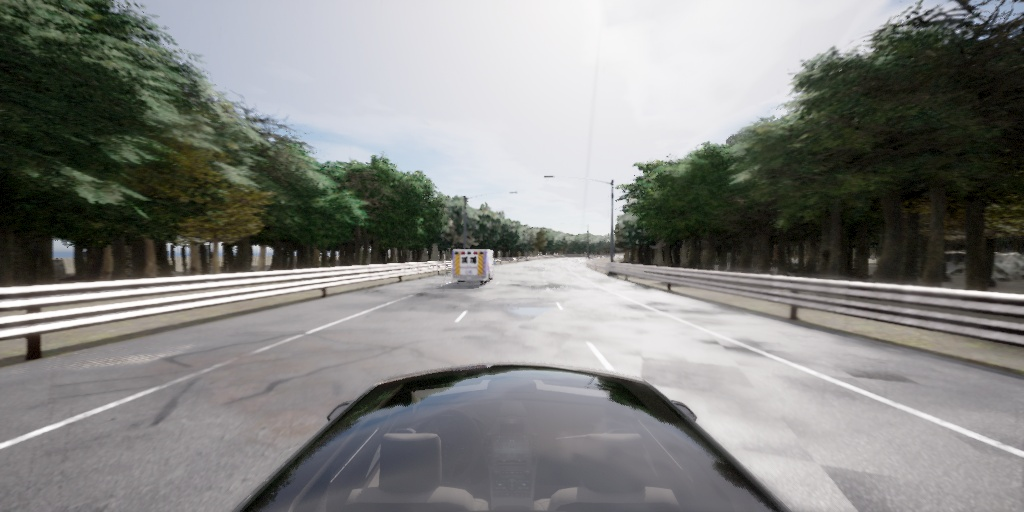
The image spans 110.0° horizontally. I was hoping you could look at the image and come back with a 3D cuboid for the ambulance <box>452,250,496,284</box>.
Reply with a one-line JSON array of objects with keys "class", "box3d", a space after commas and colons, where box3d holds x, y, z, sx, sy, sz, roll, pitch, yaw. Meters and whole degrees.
[{"class": "ambulance", "box3d": [-2.707, 0.791, 27.138, 2.351, 2.431, 6.366, 0, 0, 4]}]
